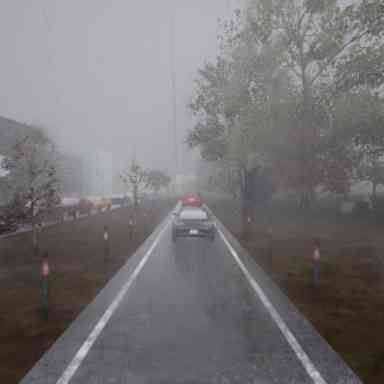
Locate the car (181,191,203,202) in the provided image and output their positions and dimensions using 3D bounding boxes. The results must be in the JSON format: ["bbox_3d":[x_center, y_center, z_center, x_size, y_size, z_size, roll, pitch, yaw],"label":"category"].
[{"bbox_3d":[0.017,0.883,35.532,2.150,2.045,5.566,0,1,0],"label":"car"}]

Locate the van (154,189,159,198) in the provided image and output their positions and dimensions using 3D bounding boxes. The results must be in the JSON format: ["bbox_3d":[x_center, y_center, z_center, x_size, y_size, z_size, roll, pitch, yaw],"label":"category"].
[{"bbox_3d":[-9.248,0.435,75.271,1.878,1.987,4.442,0,1,2],"label":"van"}]

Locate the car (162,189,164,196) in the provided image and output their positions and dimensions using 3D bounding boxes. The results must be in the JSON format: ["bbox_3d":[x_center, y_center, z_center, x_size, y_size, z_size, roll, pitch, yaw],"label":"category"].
[{"bbox_3d":[-9.281,0.579,86.469,2.163,1.488,4.792,0,-1,-2],"label":"car"}]

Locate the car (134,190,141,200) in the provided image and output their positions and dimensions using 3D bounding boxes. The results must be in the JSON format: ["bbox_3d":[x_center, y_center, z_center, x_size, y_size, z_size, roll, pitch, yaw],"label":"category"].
[{"bbox_3d":[-9.146,0.871,47.674,2.097,1.535,5.008,0,0,2],"label":"car"}]

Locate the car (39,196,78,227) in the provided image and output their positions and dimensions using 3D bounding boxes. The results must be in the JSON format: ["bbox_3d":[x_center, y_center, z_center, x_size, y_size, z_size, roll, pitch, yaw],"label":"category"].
[{"bbox_3d":[-9.047,1.153,19.937,2.231,1.521,4.892,0,1,2],"label":"car"}]

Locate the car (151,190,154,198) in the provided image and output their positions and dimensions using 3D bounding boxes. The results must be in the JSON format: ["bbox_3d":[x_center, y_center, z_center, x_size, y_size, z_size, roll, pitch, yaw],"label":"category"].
[{"bbox_3d":[-9.204,0.788,64.303,2.002,1.452,4.674,0,1,0],"label":"car"}]

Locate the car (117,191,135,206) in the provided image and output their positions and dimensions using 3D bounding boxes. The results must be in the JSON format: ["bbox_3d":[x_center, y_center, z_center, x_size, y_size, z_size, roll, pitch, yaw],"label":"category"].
[{"bbox_3d":[-9.126,0.933,42.127,2.097,1.535,5.008,0,0,2],"label":"car"}]

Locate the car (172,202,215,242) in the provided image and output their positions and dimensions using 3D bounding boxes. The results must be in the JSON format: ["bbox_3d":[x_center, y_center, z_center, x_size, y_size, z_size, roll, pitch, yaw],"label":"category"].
[{"bbox_3d":[0.062,1.405,15.568,1.812,1.442,4.674,0,1,0],"label":"car"}]

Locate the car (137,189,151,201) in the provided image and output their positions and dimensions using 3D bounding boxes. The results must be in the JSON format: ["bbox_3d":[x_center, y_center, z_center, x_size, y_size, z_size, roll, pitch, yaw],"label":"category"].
[{"bbox_3d":[-9.180,0.565,57.556,2.435,2.045,5.566,0,0,0],"label":"car"}]

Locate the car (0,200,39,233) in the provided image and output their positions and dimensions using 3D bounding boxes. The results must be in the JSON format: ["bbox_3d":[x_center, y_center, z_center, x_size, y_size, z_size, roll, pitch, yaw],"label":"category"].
[{"bbox_3d":[-9.028,1.184,14.396,2.097,1.535,5.008,0,0,2],"label":"car"}]

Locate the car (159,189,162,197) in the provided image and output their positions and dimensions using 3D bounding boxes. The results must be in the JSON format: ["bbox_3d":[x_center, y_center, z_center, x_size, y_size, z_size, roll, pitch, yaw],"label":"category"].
[{"bbox_3d":[-9.263,0.593,80.958,2.231,1.521,4.892,0,-1,-2],"label":"car"}]

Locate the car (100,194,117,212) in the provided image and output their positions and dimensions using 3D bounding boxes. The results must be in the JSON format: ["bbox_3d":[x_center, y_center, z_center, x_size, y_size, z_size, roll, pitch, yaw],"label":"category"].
[{"bbox_3d":[-9.097,1.025,31.874,1.946,1.575,5.366,0,0,2],"label":"car"}]

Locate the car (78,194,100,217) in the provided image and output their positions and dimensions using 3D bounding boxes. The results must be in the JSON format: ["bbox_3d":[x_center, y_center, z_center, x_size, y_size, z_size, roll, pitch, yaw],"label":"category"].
[{"bbox_3d":[-9.067,1.101,25.493,2.097,1.535,5.008,0,0,2],"label":"car"}]
